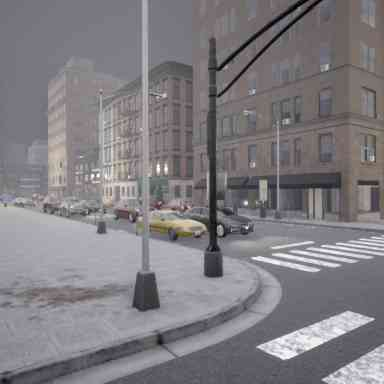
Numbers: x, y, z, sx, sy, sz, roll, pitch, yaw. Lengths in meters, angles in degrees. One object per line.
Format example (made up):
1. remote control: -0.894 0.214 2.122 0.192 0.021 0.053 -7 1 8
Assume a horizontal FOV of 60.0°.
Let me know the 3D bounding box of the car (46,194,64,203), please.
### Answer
1. car: -27.944 1.284 67.854 2.192 1.841 5.009 0 0 -36

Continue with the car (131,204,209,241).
1. car: -1.145 1.543 17.148 1.752 1.417 4.829 0 0 -36

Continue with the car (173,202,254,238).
1. car: 1.224 1.510 18.186 1.837 1.490 4.892 0 0 -37

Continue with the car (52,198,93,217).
1. car: -11.204 1.565 31.045 2.008 1.369 4.403 0 0 -36

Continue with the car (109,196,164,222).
1. car: -4.450 1.355 26.041 2.097 1.767 4.553 0 0 -36

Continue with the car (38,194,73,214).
1. car: -14.525 1.328 35.631 2.192 1.841 5.009 0 0 -36

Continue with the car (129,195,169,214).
1. car: -4.705 1.290 35.750 2.192 1.841 5.009 0 0 -36

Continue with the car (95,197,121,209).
1. car: -11.443 1.498 45.061 1.752 1.417 4.829 0 0 -36

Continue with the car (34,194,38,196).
1. car: -34.583 1.534 77.028 1.947 1.339 4.313 0 0 -36

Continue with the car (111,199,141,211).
1. car: -8.024 1.540 40.337 1.947 1.339 4.313 0 0 -36

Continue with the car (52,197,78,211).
1. car: -16.378 1.477 42.613 1.882 1.535 5.008 0 0 -36

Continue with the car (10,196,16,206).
1. car: -27.705 1.535 53.839 1.752 1.417 4.829 0 0 -36

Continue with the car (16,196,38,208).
1. car: -24.484 1.592 49.391 1.802 1.307 4.206 0 0 -36

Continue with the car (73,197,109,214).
1. car: -10.364 1.506 34.228 1.837 1.490 4.892 0 0 -36

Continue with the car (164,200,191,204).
1. car: -1.384 1.416 31.163 1.967 1.590 4.097 0 0 -36

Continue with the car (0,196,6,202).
1. car: -44.404 1.558 76.909 2.008 1.369 4.403 0 0 -36

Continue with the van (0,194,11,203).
1. van: -37.765 1.349 67.735 1.690 1.788 3.998 0 0 -36

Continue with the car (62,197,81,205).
1. car: -21.304 1.521 58.682 2.008 1.369 4.403 0 0 -36
